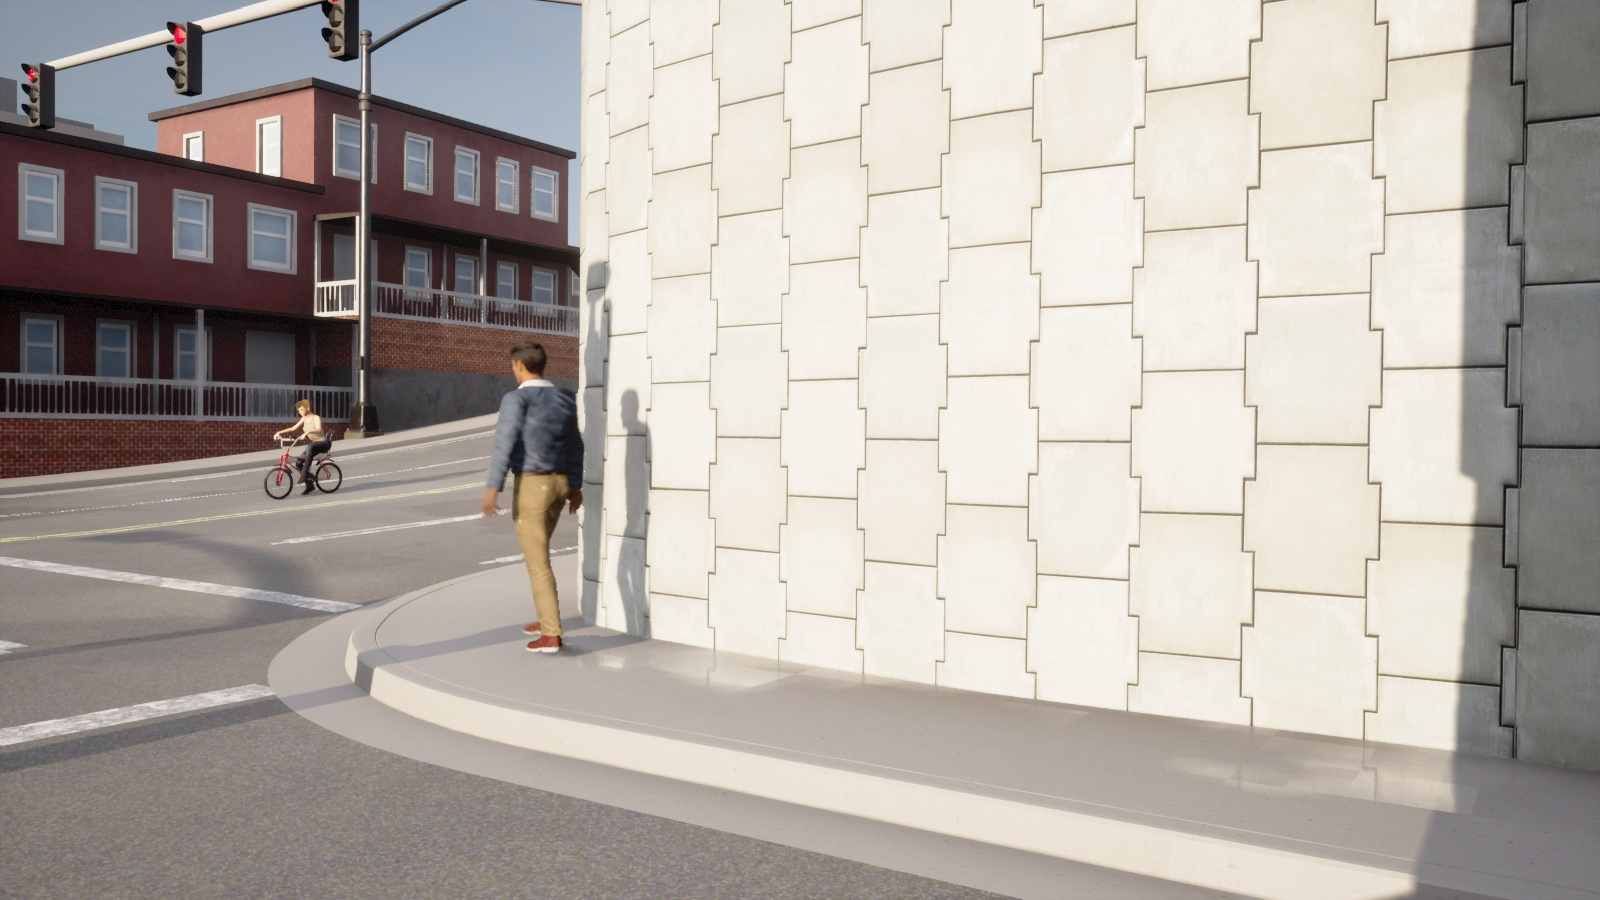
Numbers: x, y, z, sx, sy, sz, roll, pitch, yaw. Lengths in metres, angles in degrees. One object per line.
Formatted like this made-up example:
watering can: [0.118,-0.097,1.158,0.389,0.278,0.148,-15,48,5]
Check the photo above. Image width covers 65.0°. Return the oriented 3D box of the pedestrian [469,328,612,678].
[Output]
pedestrian: [-1.538,0.290,7.413,0.788,1.949,0.423,0,1,42]

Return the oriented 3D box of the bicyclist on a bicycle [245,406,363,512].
bicyclist on a bicycle: [-8.249,0.120,20.942,0.866,1.612,1.509,0,5,33]
